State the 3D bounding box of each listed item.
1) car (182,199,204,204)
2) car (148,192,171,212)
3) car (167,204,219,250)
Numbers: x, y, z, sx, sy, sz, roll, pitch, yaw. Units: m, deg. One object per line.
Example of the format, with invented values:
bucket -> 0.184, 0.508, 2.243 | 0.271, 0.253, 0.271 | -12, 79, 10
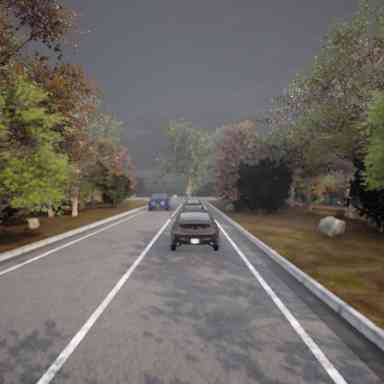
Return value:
car -> 0.112, 1.392, 30.568 | 2.128, 1.511, 4.902 | 0, 0, 0
car -> -3.582, 1.088, 37.605 | 2.150, 2.045, 5.566 | 0, 1, 0
car -> 0.106, 1.477, 14.204 | 1.837, 1.490, 4.892 | 0, 0, 0
